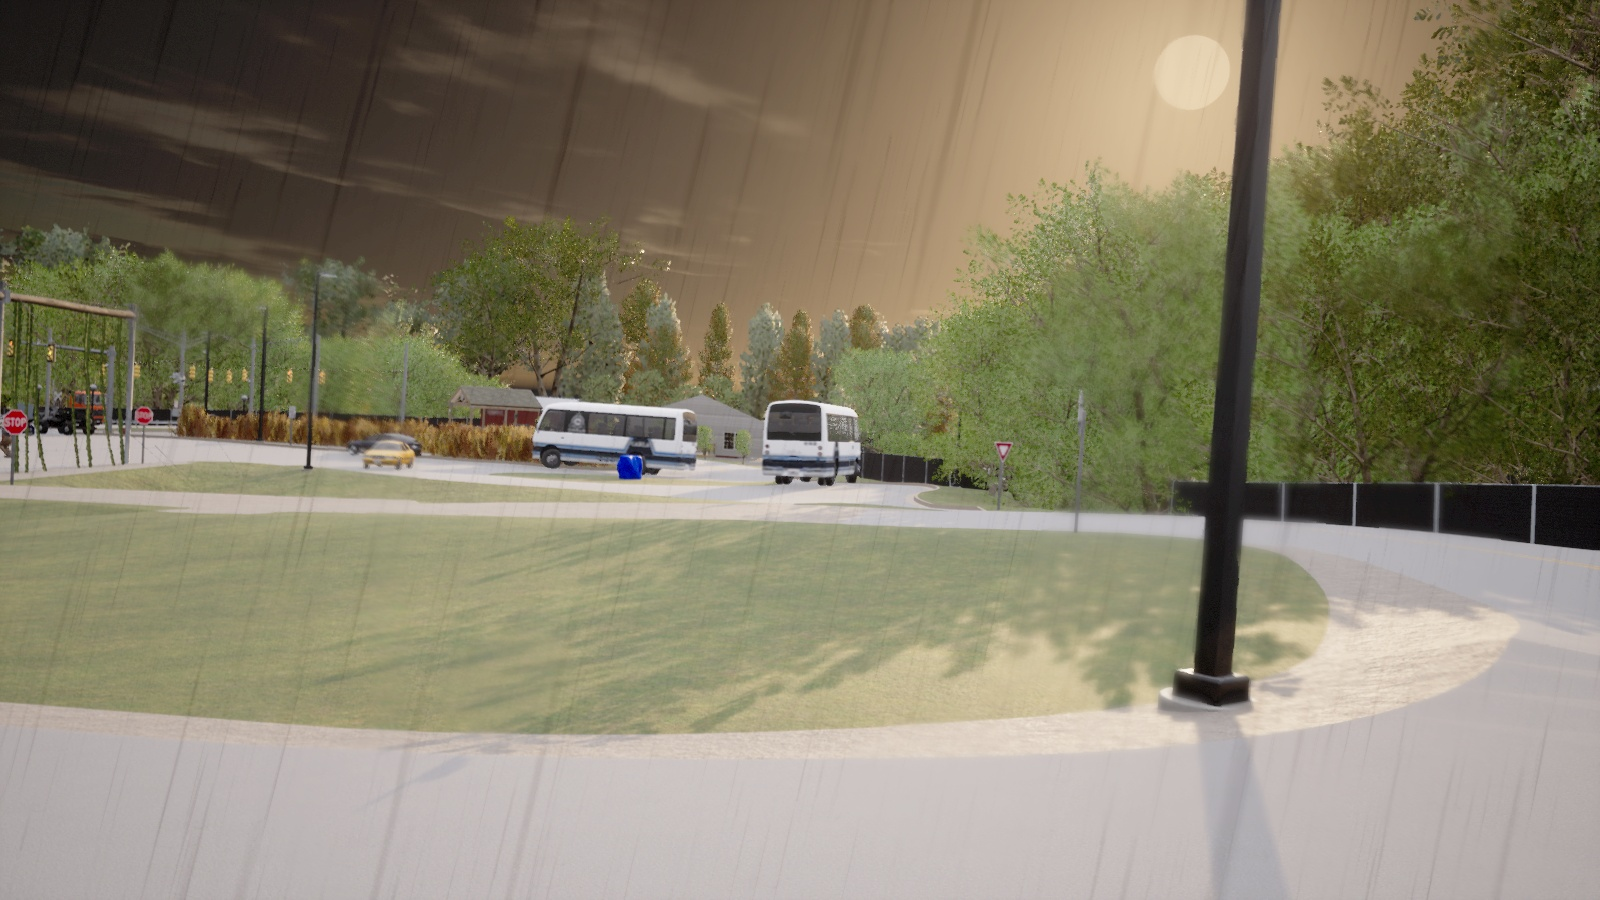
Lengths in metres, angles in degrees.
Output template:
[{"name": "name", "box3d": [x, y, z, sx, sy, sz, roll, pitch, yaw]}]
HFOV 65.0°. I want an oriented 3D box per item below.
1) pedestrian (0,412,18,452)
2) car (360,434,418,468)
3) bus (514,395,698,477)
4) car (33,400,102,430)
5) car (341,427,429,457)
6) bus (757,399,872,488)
[{"name": "pedestrian", "box3d": [-37.577, -0.842, 59.423, 0.694, 1.848, 0.540, 4, 2, 4]}, {"name": "car", "box3d": [-21.202, 0.014, 65.027, 1.801, 1.575, 5.366, 3, 1, -7]}, {"name": "bus", "box3d": [-12.076, -0.858, 78.464, 10.273, 4.253, 3.944, 5, 0, 14]}, {"name": "car", "box3d": [-49.191, -2.361, 84.384, 3.866, 1.878, 1.905, 3, 2, 19]}, {"name": "car", "box3d": [-25.322, -0.485, 76.692, 4.792, 1.488, 2.163, 5, 2, 23]}, {"name": "bus", "box3d": [0.981, -0.310, 66.907, 3.944, 4.253, 10.273, 2, 0, 12]}]
